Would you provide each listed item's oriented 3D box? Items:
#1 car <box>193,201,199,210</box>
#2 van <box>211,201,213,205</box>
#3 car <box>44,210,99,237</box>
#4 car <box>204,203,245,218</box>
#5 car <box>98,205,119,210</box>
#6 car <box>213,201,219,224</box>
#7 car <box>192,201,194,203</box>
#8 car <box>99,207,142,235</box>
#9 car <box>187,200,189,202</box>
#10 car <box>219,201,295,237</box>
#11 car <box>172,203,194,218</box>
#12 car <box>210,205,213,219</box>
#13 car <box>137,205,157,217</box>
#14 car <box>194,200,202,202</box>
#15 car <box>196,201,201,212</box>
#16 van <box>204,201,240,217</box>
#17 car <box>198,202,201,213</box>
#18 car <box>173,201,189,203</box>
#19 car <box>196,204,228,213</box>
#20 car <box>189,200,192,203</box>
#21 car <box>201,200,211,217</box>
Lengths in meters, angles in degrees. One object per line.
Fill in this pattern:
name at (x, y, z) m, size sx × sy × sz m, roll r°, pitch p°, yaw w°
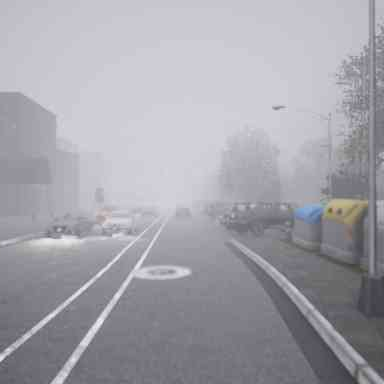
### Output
car at (3.385, 2.690, 53.383) m, size 5.366 × 1.575 × 1.946 m, roll 1°, pitch -1°, yaw -23°
van at (4.517, 1.978, 32.794) m, size 4.442 × 1.987 × 1.878 m, roll 1°, pitch -2°, yaw -22°
car at (-7.434, 1.965, 20.462) m, size 1.994 × 1.385 × 4.181 m, roll 0°, pitch -2°, yaw -2°
car at (4.075, 2.298, 41.623) m, size 4.553 × 1.767 × 2.185 m, roll 1°, pitch -1°, yaw -22°
car at (-7.896, 2.052, 31.849) m, size 2.097 × 1.767 × 4.553 m, roll 0°, pitch -1°, yaw -1°
car at (4.755, 1.716, 23.860) m, size 5.566 × 2.045 × 2.435 m, roll 1°, pitch -1°, yaw -22°
car at (2.952, 2.981, 65.323) m, size 4.674 × 1.452 × 2.002 m, roll 1°, pitch -1°, yaw -23°
car at (-4.706, 1.970, 22.191) m, size 1.812 × 1.442 × 4.674 m, roll 0°, pitch -2°, yaw -2°
car at (1.691, 3.302, 83.063) m, size 4.674 × 1.452 × 2.002 m, roll 1°, pitch -1°, yaw -25°
car at (4.922, 1.638, 20.937) m, size 5.566 × 2.045 × 2.435 m, roll 1°, pitch -2°, yaw -22°
car at (-1.170, 2.438, 41.871) m, size 2.128 × 1.511 × 4.902 m, roll 0°, pitch -1°, yaw -2°
car at (4.493, 2.039, 26.741) m, size 5.366 × 1.575 × 1.946 m, roll 1°, pitch -1°, yaw -22°
car at (-5.584, 2.543, 43.832) m, size 2.033 × 1.411 × 5.357 m, roll 0°, pitch -1°, yaw -2°
car at (3.248, 2.696, 59.384) m, size 4.553 × 1.767 × 2.185 m, roll 1°, pitch -2°, yaw -23°
car at (3.853, 2.631, 50.559) m, size 5.366 × 1.575 × 1.946 m, roll 1°, pitch -2°, yaw -23°
van at (4.029, 2.270, 44.624) m, size 4.442 × 1.987 × 1.878 m, roll 1°, pitch -2°, yaw -22°
car at (3.827, 2.593, 47.541) m, size 4.792 × 1.488 × 2.163 m, roll 1°, pitch -2°, yaw -22°
car at (-2.191, 2.946, 62.324) m, size 2.033 × 1.411 × 5.357 m, roll 0°, pitch -1°, yaw -3°
car at (3.428, 2.761, 56.424) m, size 4.892 × 1.521 × 2.231 m, roll 1°, pitch -1°, yaw -23°
car at (2.573, 3.055, 71.256) m, size 5.008 × 1.535 × 2.097 m, roll 1°, pitch -1°, yaw -24°
car at (4.320, 2.026, 35.715) m, size 5.566 × 2.045 × 2.435 m, roll 1°, pitch -2°, yaw -22°
